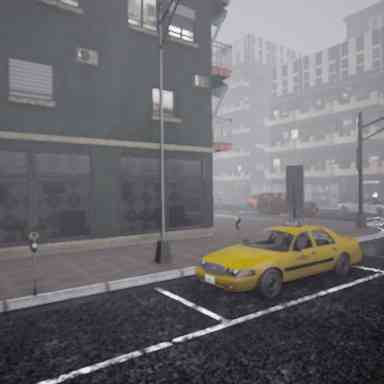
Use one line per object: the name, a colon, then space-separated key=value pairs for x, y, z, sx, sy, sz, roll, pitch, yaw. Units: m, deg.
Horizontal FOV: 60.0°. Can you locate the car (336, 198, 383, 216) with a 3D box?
car: x=14.126 y=1.167 z=26.650 sx=1.895 sy=1.301 sz=4.718 roll=-1 pitch=1 yaw=-35

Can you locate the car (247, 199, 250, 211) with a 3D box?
car: x=7.232 y=0.945 z=30.546 sx=2.097 sy=1.767 sz=4.553 roll=-1 pitch=1 yaw=-36

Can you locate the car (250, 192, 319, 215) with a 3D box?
car: x=7.322 y=0.958 z=26.011 sx=2.192 sy=1.841 sz=5.009 roll=-1 pitch=1 yaw=-36

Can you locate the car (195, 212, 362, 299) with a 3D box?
car: x=2.327 y=1.430 z=8.221 sx=4.829 sy=1.417 sz=1.752 roll=-1 pitch=1 yaw=-35
